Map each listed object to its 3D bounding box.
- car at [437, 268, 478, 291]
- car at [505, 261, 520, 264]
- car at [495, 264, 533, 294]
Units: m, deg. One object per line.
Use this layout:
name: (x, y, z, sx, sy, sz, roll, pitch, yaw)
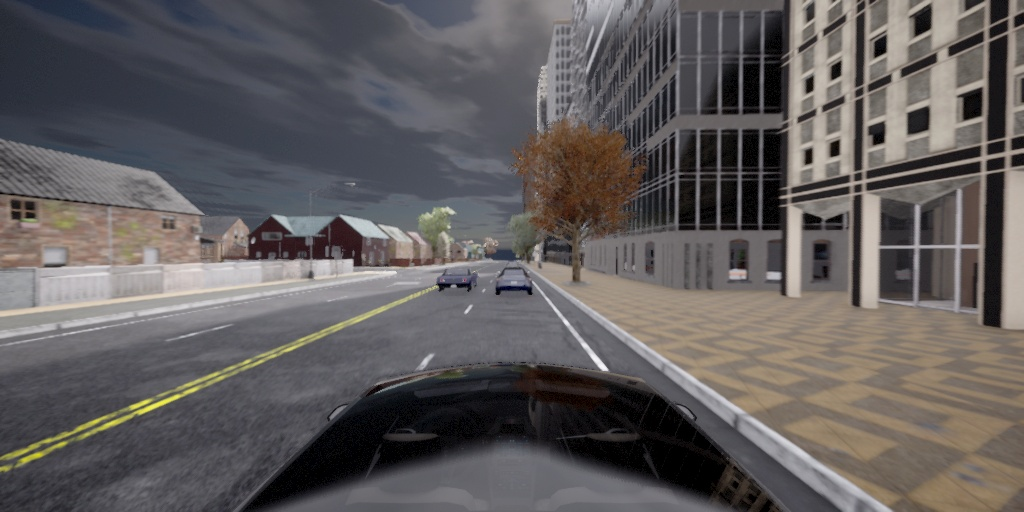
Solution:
car: (-3.150, 1.345, 21.598, 1.895, 1.301, 4.718, 0, 0, 0)
car: (0.100, 1.333, 45.286, 1.994, 1.385, 4.181, 0, 0, 0)
car: (0.101, 1.307, 20.002, 1.994, 1.385, 4.181, 0, 0, 0)
